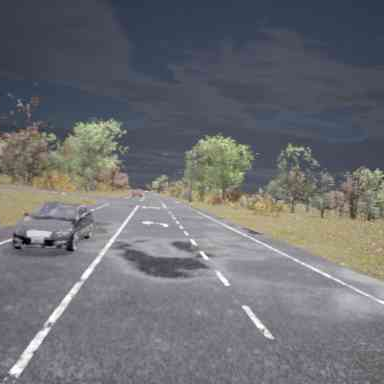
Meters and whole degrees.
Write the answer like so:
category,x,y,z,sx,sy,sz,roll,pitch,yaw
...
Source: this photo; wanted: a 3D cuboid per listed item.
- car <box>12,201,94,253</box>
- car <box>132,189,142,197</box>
category,x,y,z,sx,sy,sz,roll,pitch,yaw
car,-4.796,1.126,12.131,2.128,1.511,4.902,4,0,-7
car,-13.769,0.240,83.763,2.150,2.045,5.566,4,0,-8
